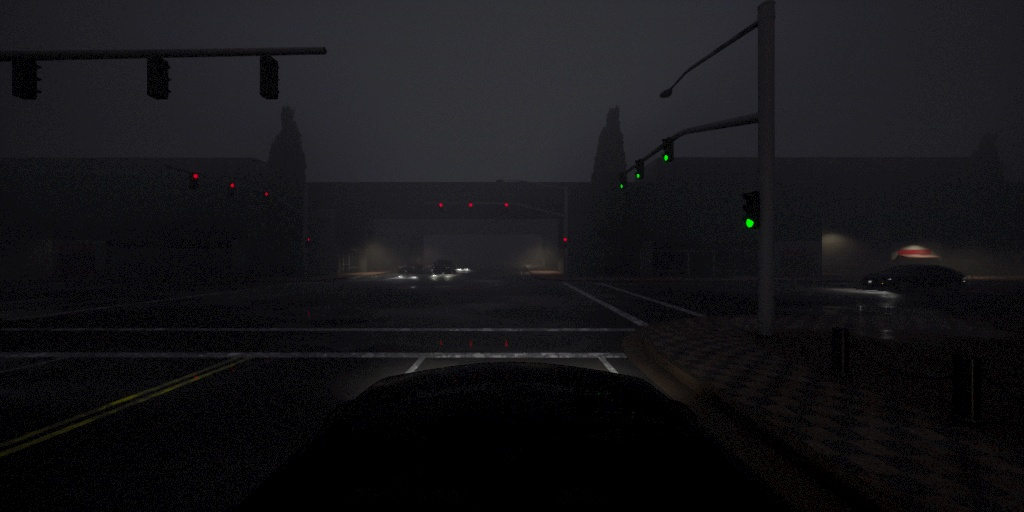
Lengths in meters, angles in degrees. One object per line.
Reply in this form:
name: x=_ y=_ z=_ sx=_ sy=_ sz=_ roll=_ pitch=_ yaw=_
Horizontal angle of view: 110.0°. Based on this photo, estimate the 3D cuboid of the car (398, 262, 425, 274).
car: x=-11.244 y=1.345 z=40.286 sx=1.895 sy=1.301 sz=4.718 roll=0 pitch=0 yaw=0

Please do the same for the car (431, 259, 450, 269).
car: x=-11.130 y=1.246 z=56.166 sx=1.837 sy=1.490 sz=4.892 roll=0 pitch=0 yaw=1

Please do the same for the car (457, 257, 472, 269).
car: x=-7.618 y=1.233 z=57.584 sx=2.128 sy=1.511 sz=4.902 roll=0 pitch=0 yaw=1

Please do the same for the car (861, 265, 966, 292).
car: x=23.376 y=1.252 z=20.971 sx=4.892 sy=1.490 sz=1.837 roll=0 pitch=0 yaw=0

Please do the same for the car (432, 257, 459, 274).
car: x=-7.737 y=1.223 z=41.112 sx=1.882 sy=1.535 sz=5.008 roll=0 pitch=0 yaw=0
